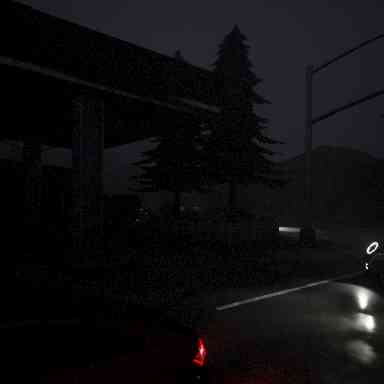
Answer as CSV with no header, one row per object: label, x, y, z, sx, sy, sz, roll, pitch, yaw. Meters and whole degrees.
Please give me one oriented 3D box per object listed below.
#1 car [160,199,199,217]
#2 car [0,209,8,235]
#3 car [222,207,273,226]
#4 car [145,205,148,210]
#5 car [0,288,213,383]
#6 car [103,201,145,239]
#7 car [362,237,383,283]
car,-1.322,1.539,32.667,2.097,1.767,4.553,1,0,-36
car,-11.653,1.520,18.479,2.242,1.667,4.611,1,0,-36
car,4.097,1.814,25.028,1.994,1.385,4.181,1,0,-35
car,-7.471,1.662,41.331,2.033,1.411,5.357,1,0,-35
car,-1.843,1.620,2.692,4.181,1.385,1.994,1,-1,-36
car,-4.521,1.445,18.297,1.905,1.878,3.866,1,0,-36
car,6.503,1.427,8.725,4.553,1.767,2.097,1,0,-34
